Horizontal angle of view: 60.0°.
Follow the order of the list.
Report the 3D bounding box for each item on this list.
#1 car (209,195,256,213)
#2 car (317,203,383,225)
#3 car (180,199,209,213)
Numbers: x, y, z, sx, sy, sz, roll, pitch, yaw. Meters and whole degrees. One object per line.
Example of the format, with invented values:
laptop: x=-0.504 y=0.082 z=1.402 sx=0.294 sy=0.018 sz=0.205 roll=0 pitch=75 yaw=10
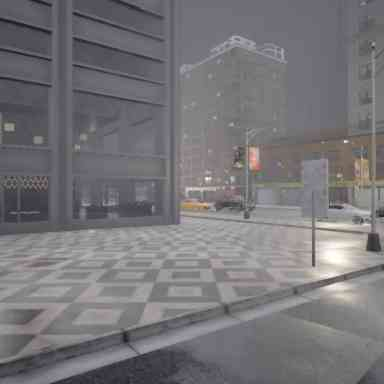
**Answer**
car: x=4.913 y=1.325 z=38.964 sx=2.150 sy=2.045 sz=5.566 roll=0 pitch=0 yaw=-36
car: x=11.230 y=1.572 z=24.609 sx=1.812 sy=1.442 sz=4.674 roll=0 pitch=0 yaw=-35
car: x=0.321 y=1.592 z=39.781 sx=1.882 sy=1.535 sz=5.008 roll=0 pitch=0 yaw=-36
